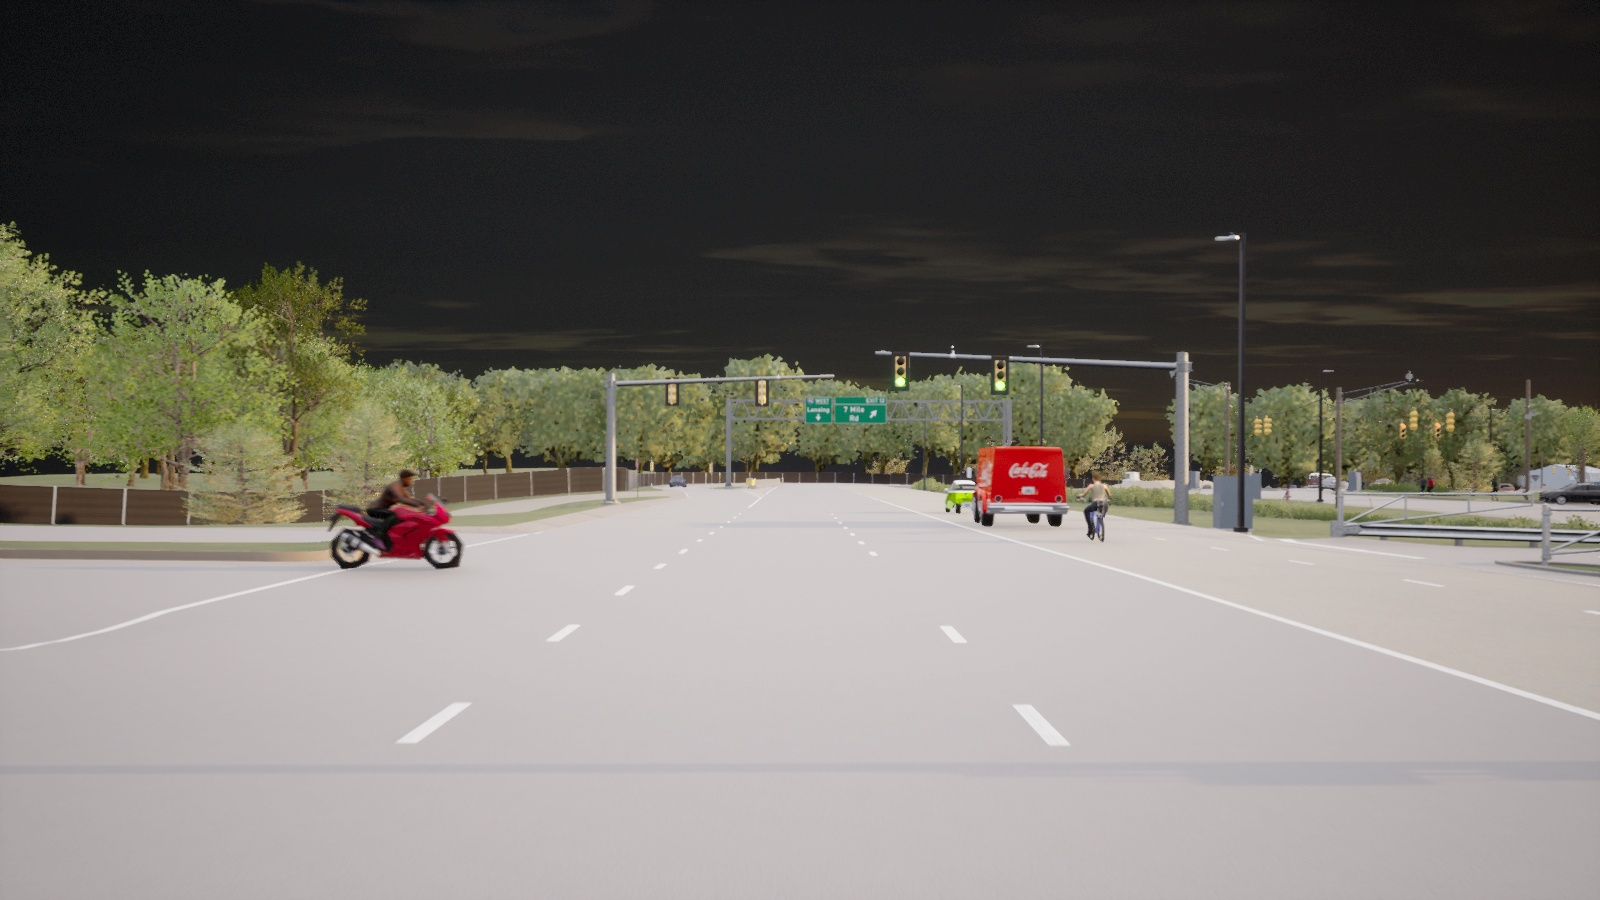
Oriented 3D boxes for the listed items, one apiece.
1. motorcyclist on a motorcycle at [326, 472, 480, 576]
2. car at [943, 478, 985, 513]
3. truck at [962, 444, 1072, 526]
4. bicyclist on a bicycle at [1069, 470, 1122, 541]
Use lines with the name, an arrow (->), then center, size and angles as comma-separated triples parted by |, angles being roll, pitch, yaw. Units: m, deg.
motorcyclist on a motorcycle -> -5.953, 1.095, 18.904 | 2.044, 1.523, 0.797 | 0, -1, 0
car -> 6.852, 1.886, 52.559 | 1.481, 1.376, 2.207 | 0, -1, 0
truck -> 6.883, 1.111, 40.466 | 2.627, 2.467, 5.204 | 0, -1, 0
bicyclist on a bicycle -> 6.917, 1.284, 29.439 | 0.866, 1.612, 1.509 | 0, -1, 0
